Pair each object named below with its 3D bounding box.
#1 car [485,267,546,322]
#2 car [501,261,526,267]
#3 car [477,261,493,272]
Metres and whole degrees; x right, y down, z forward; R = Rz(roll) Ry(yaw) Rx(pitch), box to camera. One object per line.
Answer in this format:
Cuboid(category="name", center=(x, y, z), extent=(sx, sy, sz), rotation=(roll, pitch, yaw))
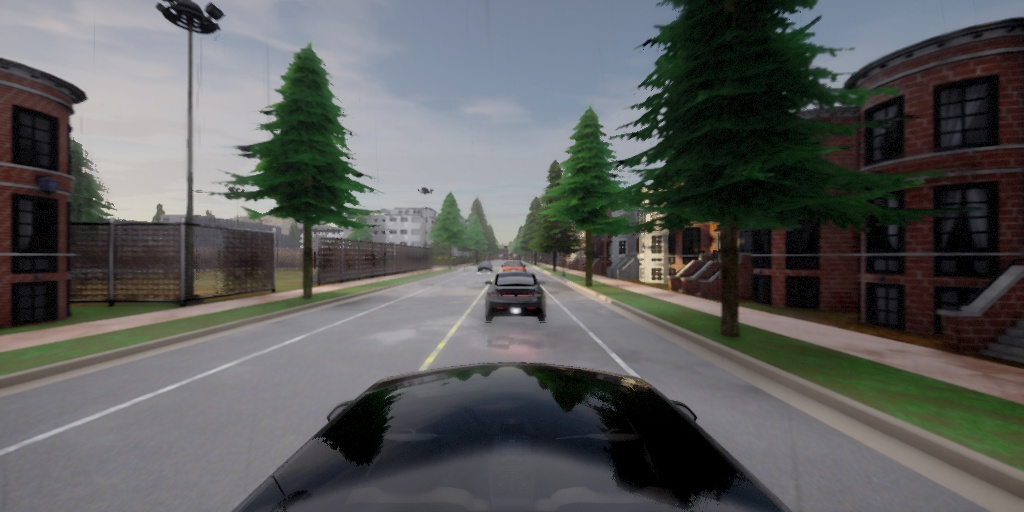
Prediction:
Cuboid(category="car", center=(0.112, 1.275, 12.352), extent=(1.837, 1.490, 4.892), rotation=(0, 0, 0))
Cuboid(category="car", center=(0.133, 1.157, 29.949), extent=(2.097, 1.767, 4.553), rotation=(0, 0, 0))
Cuboid(category="car", center=(-3.480, 1.386, 47.463), extent=(2.033, 1.411, 5.357), rotation=(0, 0, 0))
